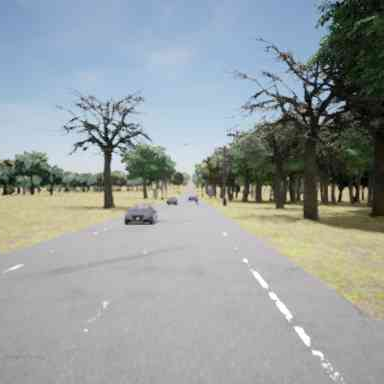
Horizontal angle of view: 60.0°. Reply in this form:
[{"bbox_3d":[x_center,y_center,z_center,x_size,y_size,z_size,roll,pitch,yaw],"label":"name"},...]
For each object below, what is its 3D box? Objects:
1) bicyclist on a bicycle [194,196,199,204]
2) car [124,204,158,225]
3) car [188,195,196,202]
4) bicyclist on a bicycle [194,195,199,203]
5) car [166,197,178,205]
[{"bbox_3d":[0.956,1.538,61.034,0.582,1.620,1.656,0,0,0],"label":"bicyclist on a bicycle"},{"bbox_3d":[-3.598,1.568,24.003,1.994,1.385,4.181,0,0,0],"label":"car"},{"bbox_3d":[-0.008,1.616,82.679,1.882,1.535,5.008,0,0,0],"label":"car"},{"bbox_3d":[0.947,1.553,69.532,0.866,1.612,1.509,0,1,0],"label":"bicyclist on a bicycle"},{"bbox_3d":[-3.517,1.557,59.568,1.882,1.535,5.008,0,1,0],"label":"car"}]
